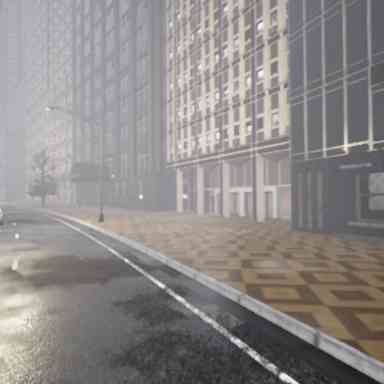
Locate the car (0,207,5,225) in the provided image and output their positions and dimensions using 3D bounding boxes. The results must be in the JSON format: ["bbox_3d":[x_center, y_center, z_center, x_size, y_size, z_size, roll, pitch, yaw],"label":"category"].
[{"bbox_3d":[-14.263,1.538,23.342,1.812,1.442,4.674,0,0,-30],"label":"car"}]
